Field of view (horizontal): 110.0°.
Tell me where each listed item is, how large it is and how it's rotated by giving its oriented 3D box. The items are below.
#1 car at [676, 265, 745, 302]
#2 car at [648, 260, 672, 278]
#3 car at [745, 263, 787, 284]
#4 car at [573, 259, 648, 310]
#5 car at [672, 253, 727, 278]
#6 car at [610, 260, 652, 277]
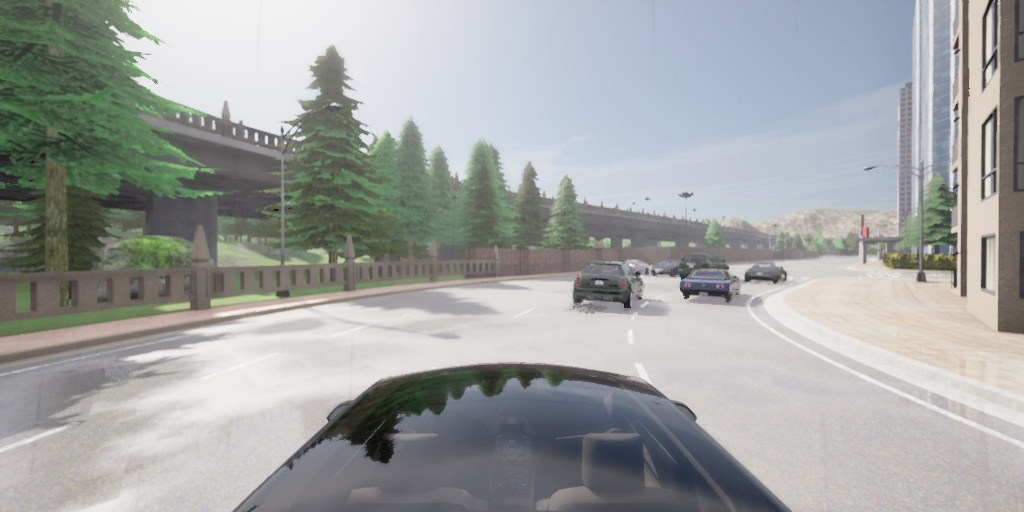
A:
[{"bbox_3d":[9.251,1.260,16.508,1.895,1.301,4.718,0,0,38],"label":"car"},{"bbox_3d":[13.942,1.062,31.523,4.902,1.511,2.128,0,0,-44],"label":"car"},{"bbox_3d":[18.178,1.166,25.653,4.181,1.385,1.994,0,1,-45],"label":"car"},{"bbox_3d":[4.087,1.007,14.698,2.097,1.767,4.553,1,0,27],"label":"car"},{"bbox_3d":[14.407,0.817,26.879,5.566,2.045,2.150,0,0,-45],"label":"car"},{"bbox_3d":[11.315,1.082,33.856,4.674,1.442,1.812,0,0,-44],"label":"car"}]
